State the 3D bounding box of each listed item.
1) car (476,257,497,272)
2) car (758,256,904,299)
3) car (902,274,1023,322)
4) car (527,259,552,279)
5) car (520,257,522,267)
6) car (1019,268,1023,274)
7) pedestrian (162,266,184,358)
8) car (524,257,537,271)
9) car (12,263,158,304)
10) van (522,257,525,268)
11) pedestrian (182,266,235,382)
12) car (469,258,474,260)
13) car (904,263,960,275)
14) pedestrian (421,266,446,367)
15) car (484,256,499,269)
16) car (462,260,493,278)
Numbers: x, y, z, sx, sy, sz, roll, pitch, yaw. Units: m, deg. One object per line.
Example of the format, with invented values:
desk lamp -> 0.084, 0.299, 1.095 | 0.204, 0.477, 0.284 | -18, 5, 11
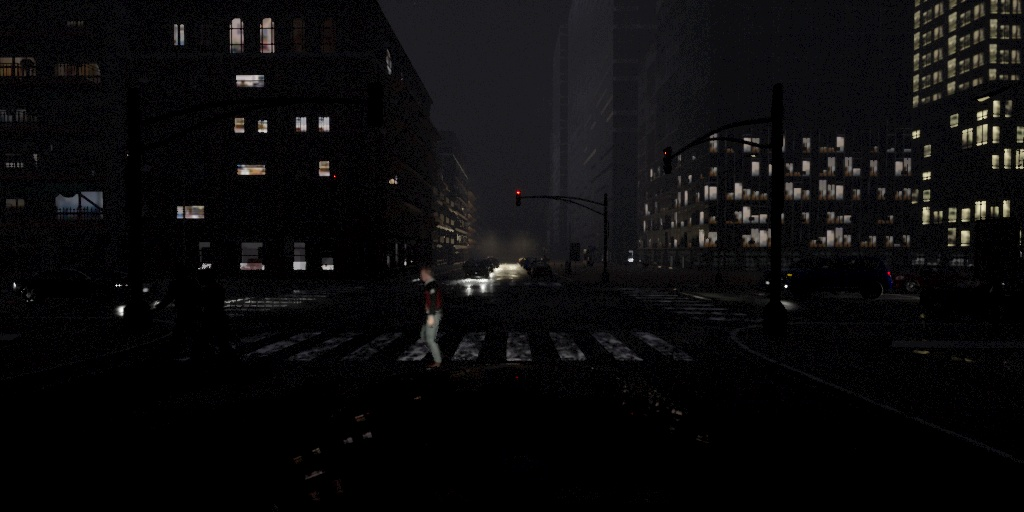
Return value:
car -> -3.126, 1.216, 43.064 | 1.837, 1.490, 4.892 | 0, 1, 0
car -> 15.727, 1.020, 18.145 | 5.566, 2.045, 2.150 | 0, 1, 1
car -> 16.707, 1.445, 12.228 | 4.403, 1.370, 2.007 | 0, 0, 1
car -> 2.634, 1.272, 32.525 | 1.888, 1.381, 4.507 | 0, 0, 0
car -> 2.618, 1.240, 55.109 | 1.888, 1.381, 4.507 | 0, 0, 0
car -> 25.747, 1.334, 18.016 | 4.902, 1.511, 2.128 | 0, 1, 1
pedestrian -> -6.257, 1.043, 6.861 | 0.375, 1.860, 0.375 | -1, 1, 0
car -> 2.630, 1.159, 38.170 | 1.967, 1.591, 4.097 | 0, 0, 0
car -> -18.155, 1.183, 15.387 | 4.902, 1.511, 2.128 | 0, 1, 1
van -> 2.622, 1.045, 49.462 | 1.690, 1.789, 3.998 | 0, 0, 0
pedestrian -> -4.739, 1.043, 5.616 | 0.375, 1.860, 0.375 | -1, 1, 0
car -> -5.726, 1.270, 49.423 | 1.948, 1.339, 4.313 | 0, 0, 0
car -> 23.360, 1.230, 20.780 | 4.097, 1.591, 1.967 | 0, 0, 1
pedestrian -> -1.410, 1.045, 6.349 | 0.375, 1.860, 0.375 | -1, 1, 0
car -> -3.101, 1.048, 54.863 | 2.097, 1.767, 4.553 | 0, 0, 1
car -> -3.113, 1.290, 32.864 | 1.994, 1.385, 4.181 | 0, 0, 0
